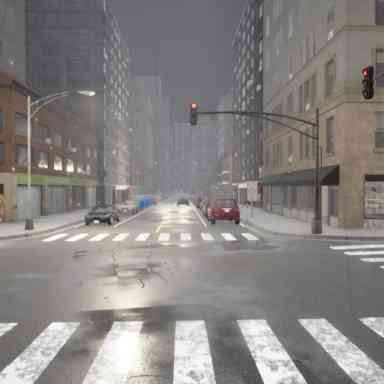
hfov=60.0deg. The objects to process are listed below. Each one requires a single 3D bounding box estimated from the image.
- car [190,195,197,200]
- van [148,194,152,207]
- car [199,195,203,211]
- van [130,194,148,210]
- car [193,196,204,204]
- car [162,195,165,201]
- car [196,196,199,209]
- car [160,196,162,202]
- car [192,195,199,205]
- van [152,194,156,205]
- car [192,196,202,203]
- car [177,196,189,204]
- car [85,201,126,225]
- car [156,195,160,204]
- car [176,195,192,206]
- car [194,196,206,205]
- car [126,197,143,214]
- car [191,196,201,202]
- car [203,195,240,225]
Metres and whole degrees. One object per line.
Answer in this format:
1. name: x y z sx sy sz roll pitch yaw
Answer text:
1. car: 0.389 1.524 91.098 2.008 1.369 4.403 -1 0 -2
2. van: -6.922 1.342 46.194 1.690 1.788 3.998 -1 0 -2
3. car: 2.063 1.318 29.677 2.192 1.841 5.009 -1 0 -2
4. van: -6.768 1.343 40.609 1.690 1.788 3.998 -1 0 -2
5. car: 1.151 1.559 63.179 1.947 1.339 4.313 -1 0 -2
6. car: -7.689 1.427 74.111 1.967 1.590 4.097 -1 0 -2
7. car: 1.756 1.527 41.014 1.752 1.417 4.829 -1 0 -2
8. car: -7.382 1.433 62.945 1.967 1.590 4.097 -1 0 -2
9. car: 1.605 1.316 46.428 2.192 1.841 5.009 -1 0 -2
10. van: -7.076 1.340 51.777 1.690 1.788 3.998 -1 0 -2
11. car: 0.999 1.556 68.763 1.947 1.339 4.313 -1 0 -2
12. car: -1.727 1.540 63.856 2.033 1.411 5.357 0 0 -2
13. car: -6.305 1.569 23.859 1.947 1.339 4.313 -1 0 -2
14. car: -7.230 1.311 57.361 2.192 1.841 5.009 -1 0 -2
15. car: -1.440 1.503 53.438 1.837 1.490 4.892 0 0 -2
16. car: 1.298 1.521 57.766 1.752 1.417 4.829 -1 0 -2
17. car: -6.608 1.528 34.856 1.752 1.417 4.829 -1 0 -2
18. car: 0.846 1.538 74.347 2.008 1.369 4.403 -1 0 -2
19. car: 2.215 1.318 24.092 2.192 1.841 5.009 -1 0 -2
